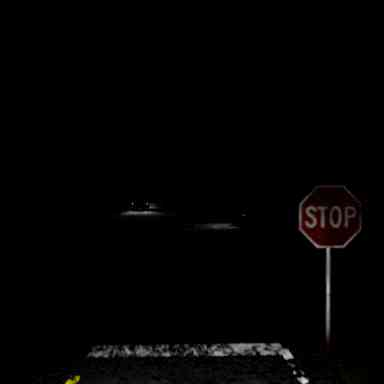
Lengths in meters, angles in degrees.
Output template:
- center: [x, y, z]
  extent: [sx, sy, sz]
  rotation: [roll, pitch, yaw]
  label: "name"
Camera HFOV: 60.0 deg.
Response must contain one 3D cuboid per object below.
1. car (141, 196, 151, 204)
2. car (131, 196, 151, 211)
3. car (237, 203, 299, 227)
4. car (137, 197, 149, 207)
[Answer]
- center: [-9.534, 1.564, 68.893]
  extent: [1.882, 1.535, 5.008]
  rotation: [0, 0, -7]
  label: "car"
- center: [-6.359, 1.396, 40.974]
  extent: [2.097, 1.767, 4.553]
  rotation: [0, 0, -7]
  label: "car"
- center: [5.323, 1.481, 22.160]
  extent: [4.674, 1.442, 1.812]
  rotation: [0, 0, -3]
  label: "car"
- center: [-7.887, 1.589, 54.060]
  extent: [1.812, 1.442, 4.674]
  rotation: [0, 0, -7]
  label: "car"
